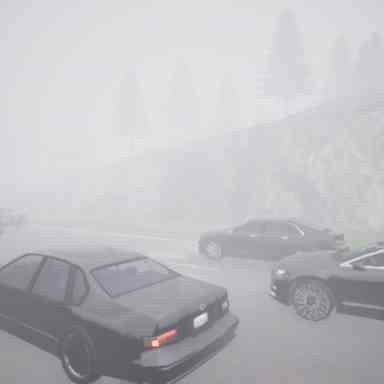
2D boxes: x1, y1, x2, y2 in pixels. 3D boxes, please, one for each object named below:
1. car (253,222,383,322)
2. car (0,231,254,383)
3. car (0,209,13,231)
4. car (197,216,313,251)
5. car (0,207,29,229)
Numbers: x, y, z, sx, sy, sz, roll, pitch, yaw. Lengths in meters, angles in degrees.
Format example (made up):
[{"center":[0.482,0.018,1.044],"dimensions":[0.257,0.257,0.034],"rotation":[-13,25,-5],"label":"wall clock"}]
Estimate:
[{"center":[3.806,1.514,5.715],"dimensions":[4.902,1.511,2.128],"rotation":[0,0,34],"label":"car"},{"center":[-1.932,1.583,5.423],"dimensions":[5.357,1.411,2.033],"rotation":[0,0,36],"label":"car"},{"center":[-11.441,1.670,16.627],"dimensions":[5.357,1.411,2.033],"rotation":[0,0,36],"label":"car"},{"center":[2.445,1.560,10.941],"dimensions":[4.892,1.490,1.837],"rotation":[0,0,35],"label":"car"},{"center":[-12.888,1.704,22.002],"dimensions":[5.357,1.411,2.033],"rotation":[0,0,36],"label":"car"}]
